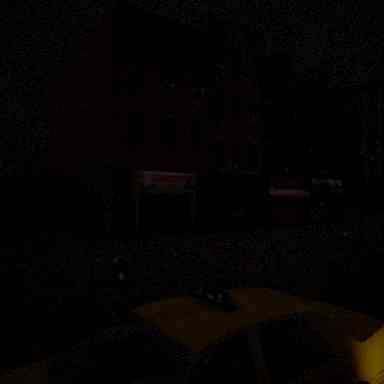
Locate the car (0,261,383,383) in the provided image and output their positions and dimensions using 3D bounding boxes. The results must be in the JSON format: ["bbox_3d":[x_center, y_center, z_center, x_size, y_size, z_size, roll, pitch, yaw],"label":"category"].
[{"bbox_3d":[-0.033,1.540,2.789,4.829,1.417,1.752,1,-1,-35],"label":"car"}]

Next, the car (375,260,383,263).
[{"bbox_3d":[4.544,1.634,6.053,4.313,1.339,1.947,1,-1,-35],"label":"car"}]
